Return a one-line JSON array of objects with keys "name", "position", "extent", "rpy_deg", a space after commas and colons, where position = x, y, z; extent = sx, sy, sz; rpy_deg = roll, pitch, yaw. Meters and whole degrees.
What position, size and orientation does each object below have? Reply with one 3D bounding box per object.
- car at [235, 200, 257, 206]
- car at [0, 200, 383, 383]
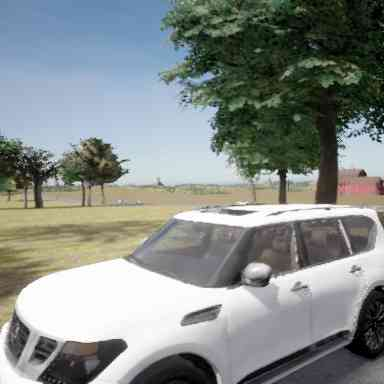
[{"name": "car", "position": [12.169, 2.446, 75.257], "extent": [1.895, 1.301, 4.718], "rpy_deg": [-3, 0, -38]}, {"name": "car", "position": [0.630, 1.220, 4.441], "extent": [5.566, 2.045, 2.150], "rpy_deg": [0, 0, -35]}]
